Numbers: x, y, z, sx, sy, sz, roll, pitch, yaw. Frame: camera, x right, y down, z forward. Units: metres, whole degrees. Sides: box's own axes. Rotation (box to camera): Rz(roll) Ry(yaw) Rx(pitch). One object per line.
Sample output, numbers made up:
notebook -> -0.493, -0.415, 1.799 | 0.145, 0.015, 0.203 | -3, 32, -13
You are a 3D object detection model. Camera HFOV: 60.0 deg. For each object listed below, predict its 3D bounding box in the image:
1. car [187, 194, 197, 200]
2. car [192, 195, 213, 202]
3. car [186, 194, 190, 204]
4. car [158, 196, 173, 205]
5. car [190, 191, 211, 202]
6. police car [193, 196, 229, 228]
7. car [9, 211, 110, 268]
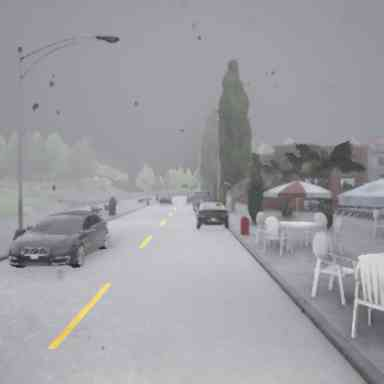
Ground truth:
car -> -0.002, 1.047, 71.173 | 1.994, 1.385, 4.181 | 0, 0, 0
car -> 1.198, 1.320, 30.869 | 1.837, 1.490, 4.892 | 0, 0, 0
car -> -0.001, 1.262, 56.526 | 1.895, 1.301, 4.718 | 0, 0, 0
car -> -4.080, 1.291, 51.604 | 1.895, 1.301, 4.718 | 0, 0, 0
car -> 1.137, 0.952, 36.897 | 2.150, 2.045, 5.566 | -3, 0, 0
police car -> 1.199, 1.299, 20.979 | 1.930, 1.638, 5.238 | 0, 0, 0
car -> -4.101, 1.438, 11.083 | 1.837, 1.490, 4.892 | 0, 0, 0
